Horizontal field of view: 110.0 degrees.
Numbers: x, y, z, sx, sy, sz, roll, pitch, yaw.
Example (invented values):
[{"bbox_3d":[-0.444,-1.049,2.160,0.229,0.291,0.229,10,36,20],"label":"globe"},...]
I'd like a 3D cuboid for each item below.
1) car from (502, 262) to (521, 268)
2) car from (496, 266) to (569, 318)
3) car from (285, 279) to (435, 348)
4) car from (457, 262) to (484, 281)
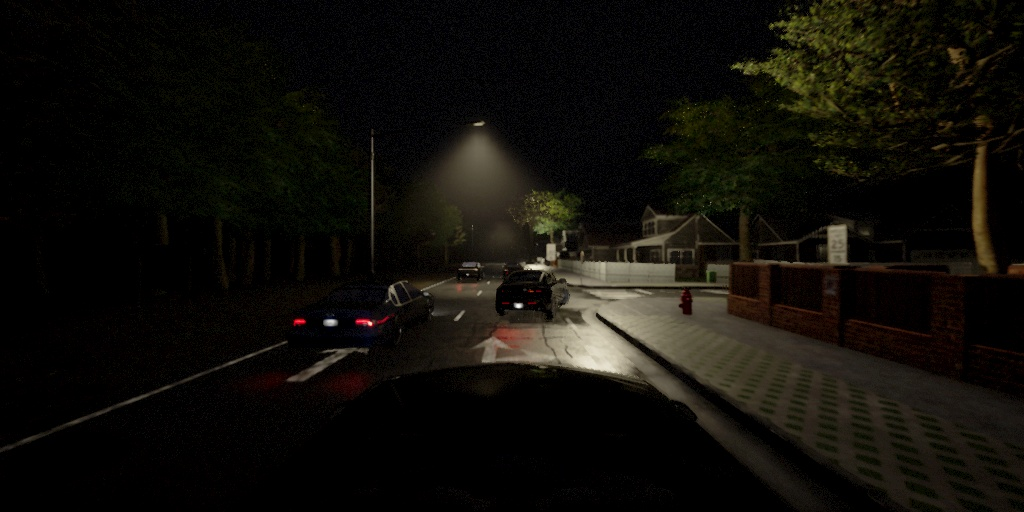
[{"bbox_3d":[0.098,1.266,30.979,1.812,1.442,4.674,0,0,0],"label":"car"},{"bbox_3d":[0.835,1.257,13.213,1.837,1.490,4.892,-2,0,15],"label":"car"},{"bbox_3d":[-3.401,1.300,9.229,2.033,1.411,5.357,0,0,0],"label":"car"},{"bbox_3d":[-3.404,1.233,29.945,2.128,1.511,4.902,0,0,0],"label":"car"}]
